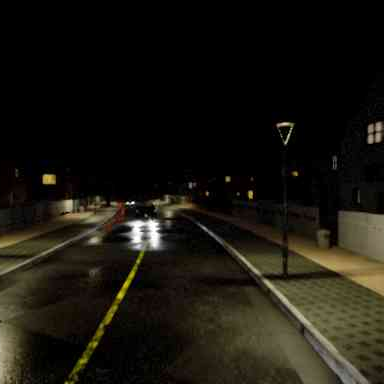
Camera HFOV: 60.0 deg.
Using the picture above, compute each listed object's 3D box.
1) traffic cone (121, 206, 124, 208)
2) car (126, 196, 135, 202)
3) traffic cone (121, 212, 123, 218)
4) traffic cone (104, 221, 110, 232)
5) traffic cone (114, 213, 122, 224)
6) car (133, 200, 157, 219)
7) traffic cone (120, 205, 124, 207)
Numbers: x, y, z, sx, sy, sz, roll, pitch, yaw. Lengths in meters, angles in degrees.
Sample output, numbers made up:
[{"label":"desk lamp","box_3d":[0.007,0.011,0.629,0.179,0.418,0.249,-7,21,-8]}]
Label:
[{"label":"traffic cone","box_3d":[-7.013,2.024,34.007,0.340,0.580,0.340,0,0,-10]},{"label":"car","box_3d":[-15.115,1.655,80.911,2.128,1.511,4.902,0,0,-15]},{"label":"traffic cone","box_3d":[-6.199,2.012,29.133,0.340,0.580,0.340,0,0,-9]},{"label":"traffic cone","box_3d":[-4.929,1.991,19.334,0.340,0.580,0.340,0,0,-6]},{"label":"traffic cone","box_3d":[-5.504,2.001,24.241,0.340,0.580,0.340,0,0,-7]},{"label":"car","box_3d":[-4.132,1.647,29.703,1.895,1.301,4.718,0,0,-9]},{"label":"traffic cone","box_3d":[-7.947,2.037,38.859,0.340,0.580,0.340,0,0,-12]}]
